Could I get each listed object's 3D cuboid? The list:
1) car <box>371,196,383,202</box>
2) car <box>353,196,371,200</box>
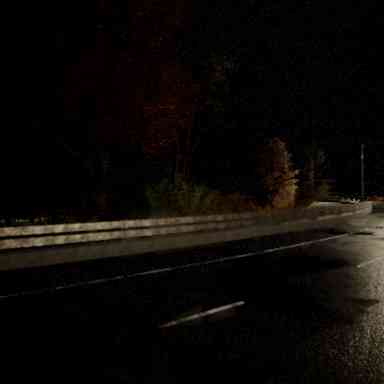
[{"bbox_3d":[43.244,1.559,78.073,1.882,1.535,5.008,0,0,5],"label":"car"},{"bbox_3d":[39.775,1.621,78.536,1.812,1.442,4.674,0,0,5],"label":"car"}]
